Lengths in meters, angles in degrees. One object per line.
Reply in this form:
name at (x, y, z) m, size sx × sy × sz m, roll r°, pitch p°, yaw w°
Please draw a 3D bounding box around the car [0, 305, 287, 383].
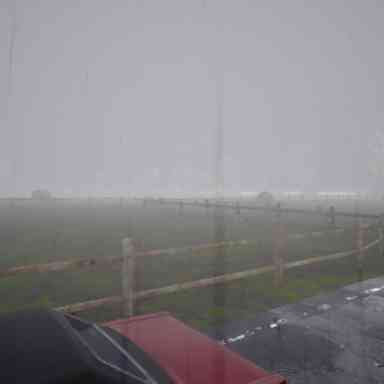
car at (-1.671, 1.601, 1.880) m, size 4.718 × 1.301 × 1.895 m, roll 0°, pitch 0°, yaw -35°
